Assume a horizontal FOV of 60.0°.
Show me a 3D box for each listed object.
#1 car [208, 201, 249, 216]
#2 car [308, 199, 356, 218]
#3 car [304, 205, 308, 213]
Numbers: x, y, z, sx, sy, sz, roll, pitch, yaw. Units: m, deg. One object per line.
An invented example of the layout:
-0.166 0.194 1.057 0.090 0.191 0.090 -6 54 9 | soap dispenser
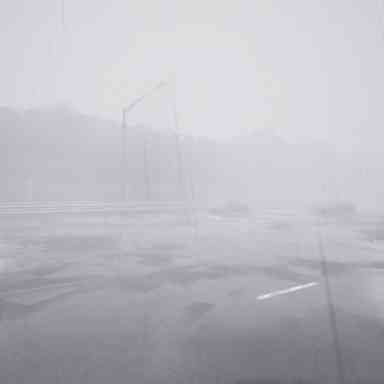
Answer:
3.595 1.539 32.552 4.181 1.385 1.994 -3 2 -37 | car
13.345 1.528 31.057 5.008 1.535 1.882 0 0 -37 | car
14.064 1.561 35.947 4.892 1.490 1.837 0 0 -37 | car
